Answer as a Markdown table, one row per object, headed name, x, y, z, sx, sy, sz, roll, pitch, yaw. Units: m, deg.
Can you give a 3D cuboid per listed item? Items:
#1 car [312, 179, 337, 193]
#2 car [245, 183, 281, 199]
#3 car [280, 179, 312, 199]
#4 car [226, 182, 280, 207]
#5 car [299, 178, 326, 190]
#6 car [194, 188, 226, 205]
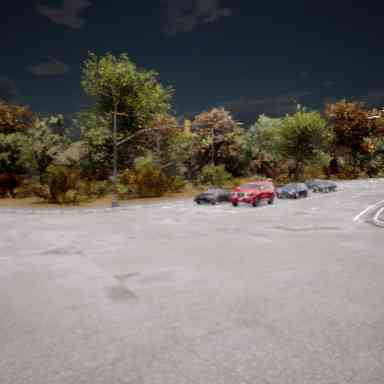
| name | x | y | z | sx | sy | sz | roll | pitch | yaw |
| --- | --- | --- | --- | --- | --- | --- | --- | --- | --- |
| car | 17.857 | -0.750 | 44.644 | 1.837 | 1.490 | 4.892 | 3 | 7 | 44 |
| car | 8.368 | -0.191 | 39.088 | 2.128 | 1.511 | 4.902 | 2 | 5 | 39 |
| car | 11.300 | -0.232 | 37.134 | 2.097 | 1.767 | 4.553 | 2 | 5 | 39 |
| car | 5.468 | 0.123 | 29.249 | 2.150 | 2.045 | 5.566 | 2 | 4 | 34 |
| car | 18.213 | -1.181 | 50.045 | 4.892 | 1.490 | 1.837 | -6 | 6 | -44 |
| car | 2.285 | 0.358 | 30.846 | 2.033 | 1.411 | 5.357 | 2 | 3 | 34 |
